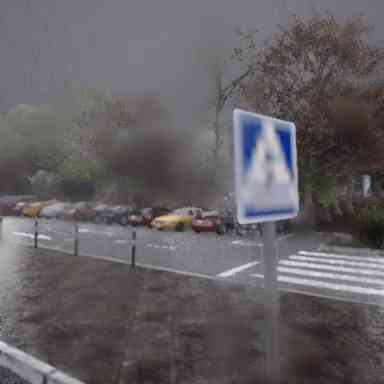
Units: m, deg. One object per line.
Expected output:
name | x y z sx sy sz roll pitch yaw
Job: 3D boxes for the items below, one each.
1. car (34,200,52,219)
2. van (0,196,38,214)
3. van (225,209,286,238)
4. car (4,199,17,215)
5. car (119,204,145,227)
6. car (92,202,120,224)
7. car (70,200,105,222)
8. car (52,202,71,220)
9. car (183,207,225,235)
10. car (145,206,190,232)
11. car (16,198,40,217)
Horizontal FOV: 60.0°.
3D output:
car | -11.724 1.716 31.088 2.002 1.452 4.674 0 0 35
van | -18.439 1.398 36.011 1.878 1.987 4.442 0 0 35
van | 4.039 1.579 19.731 1.878 1.987 4.442 0 0 35
car | -16.249 1.681 34.306 2.002 1.452 4.674 0 0 35
car | -2.661 1.778 24.677 2.163 1.488 4.792 0 0 35
car | -4.941 1.731 26.257 2.231 1.521 4.892 0 0 35
car | -7.196 1.711 27.876 2.097 1.535 5.008 0 0 35
car | -9.442 1.568 29.506 2.185 1.767 4.553 0 0 35
car | 1.863 1.815 21.459 2.163 1.488 4.792 0 0 35
car | -0.525 1.764 22.894 1.946 1.575 5.366 0 0 35
car | -13.987 1.658 32.694 2.097 1.535 5.008 0 0 35
